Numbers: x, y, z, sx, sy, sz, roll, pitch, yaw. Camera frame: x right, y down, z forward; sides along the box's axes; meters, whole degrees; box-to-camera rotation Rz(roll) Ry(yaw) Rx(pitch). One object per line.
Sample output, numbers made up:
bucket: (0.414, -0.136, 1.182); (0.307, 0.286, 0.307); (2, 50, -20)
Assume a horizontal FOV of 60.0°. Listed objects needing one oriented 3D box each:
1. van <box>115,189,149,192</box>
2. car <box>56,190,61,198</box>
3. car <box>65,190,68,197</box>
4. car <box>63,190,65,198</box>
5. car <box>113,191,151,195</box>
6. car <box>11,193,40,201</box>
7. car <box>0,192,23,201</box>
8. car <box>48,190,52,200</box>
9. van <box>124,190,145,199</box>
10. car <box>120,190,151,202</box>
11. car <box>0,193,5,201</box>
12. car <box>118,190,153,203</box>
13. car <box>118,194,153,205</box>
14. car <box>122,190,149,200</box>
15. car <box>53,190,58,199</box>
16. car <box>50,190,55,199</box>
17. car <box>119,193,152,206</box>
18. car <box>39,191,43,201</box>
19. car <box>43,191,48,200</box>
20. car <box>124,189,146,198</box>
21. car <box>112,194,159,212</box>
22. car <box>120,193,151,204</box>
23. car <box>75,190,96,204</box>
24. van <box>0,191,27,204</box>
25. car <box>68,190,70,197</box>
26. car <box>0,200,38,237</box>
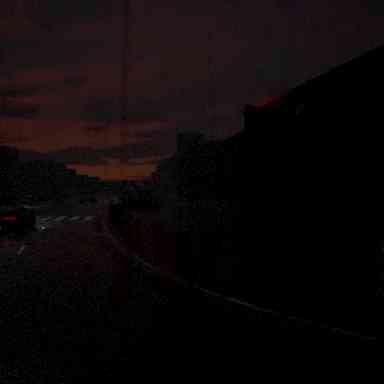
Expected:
van: (-7.276, 0.974, 42.367); (4.442, 1.987, 1.878); (-1, 1, -10)
car: (-33.413, 0.880, 76.036); (4.892, 1.521, 2.231); (-1, 1, -10)
car: (-35.008, 0.791, 84.155); (5.366, 1.575, 1.946); (-1, 1, -10)
car: (-34.353, 0.860, 81.470); (4.674, 1.452, 2.002); (-1, 1, -10)
car: (-6.637, 1.104, 39.527); (4.553, 1.767, 2.185); (-1, 1, -10)
car: (-23.876, 1.301, 47.924); (1.994, 1.385, 4.181); (-1, 1, -10)
car: (-29.018, 1.190, 51.616); (5.366, 1.575, 1.946); (-1, 1, -10)
car: (-32.007, 0.976, 67.887); (4.892, 1.521, 2.231); (-1, 1, -10)
van: (-12.428, 0.547, 72.374); (4.442, 1.987, 1.878); (-1, 1, -10)
car: (-10.482, 0.669, 61.556); (5.566, 2.045, 2.435); (-1, 1, -10)
car: (-27.801, 1.311, 43.434); (4.892, 1.521, 2.231); (-1, 1, -10)
car: (-9.463, 0.750, 55.963); (5.566, 2.045, 2.435); (-1, 1, -10)
car: (-8.576, 1.081, 50.608); (5.008, 1.535, 2.097); (-1, 1, -10)
car: (-11.815, 0.557, 69.658); (5.566, 2.045, 2.435); (-1, 1, -10)
car: (-32.944, 0.911, 73.320); (4.892, 1.521, 2.231); (-1, 1, -10)
car: (-32.476, 0.942, 70.604); (4.892, 1.521, 2.231); (-1, 1, -10)
car: (-8.049, 0.998, 47.750); (4.553, 1.767, 2.185); (-1, 1, -10)
car: (-31.107, 0.919, 62.445); (4.553, 1.767, 2.185); (-1, 1, -10)
car: (-31.515, 0.883, 65.173); (4.553, 1.767, 2.185); (-1, 1, -10)
car: (-14.693, 0.360, 86.083); (5.566, 2.045, 2.435); (-1, 1, -10)
car: (-5.776, 1.308, 34.162); (4.792, 1.488, 2.163); (-1, 1, -10)
car: (-9.014, 1.044, 53.226); (4.892, 1.521, 2.231); (-1, 1, -10)
car: (-17.030, 0.818, 54.322); (2.150, 2.045, 5.566); (-1, 1, -10)
van: (-29.556, 0.929, 54.318); (4.442, 1.987, 1.878); (-1, 1, -10)
car: (-35.287, 0.767, 86.903); (4.892, 1.521, 2.231); (-1, 1, -10)
car: (-9.604, 1.461, 17.616); (1.882, 1.535, 5.008); (-1, 1, -18)
